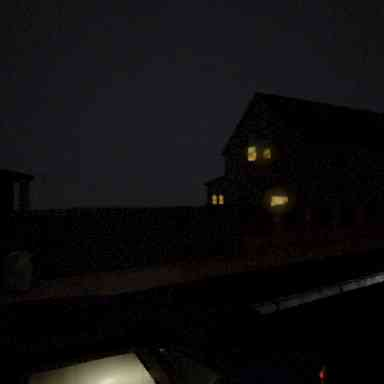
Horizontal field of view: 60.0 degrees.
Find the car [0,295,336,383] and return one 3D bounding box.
[{"bbox_3d":[-1.308,1.541,2.014,5.357,1.411,2.033,0,0,-35],"label":"car"}]
